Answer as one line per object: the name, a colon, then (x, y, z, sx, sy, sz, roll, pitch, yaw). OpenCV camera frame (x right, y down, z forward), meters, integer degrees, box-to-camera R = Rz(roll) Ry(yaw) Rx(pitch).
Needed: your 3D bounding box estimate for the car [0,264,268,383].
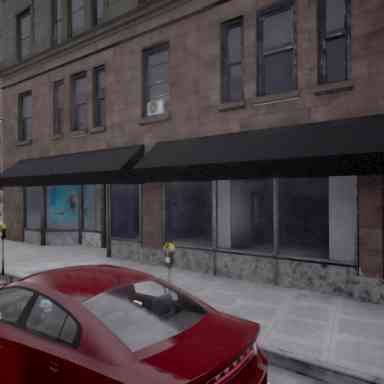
car: (-1.396, 1.545, 3.861, 4.507, 1.381, 1.887, 0, 0, 36)

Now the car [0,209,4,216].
car: (-18.064, 1.653, 27.036, 1.895, 1.301, 4.718, -1, -1, 35)
